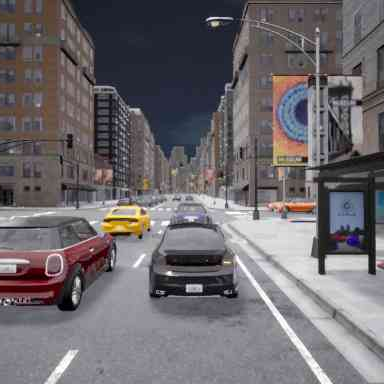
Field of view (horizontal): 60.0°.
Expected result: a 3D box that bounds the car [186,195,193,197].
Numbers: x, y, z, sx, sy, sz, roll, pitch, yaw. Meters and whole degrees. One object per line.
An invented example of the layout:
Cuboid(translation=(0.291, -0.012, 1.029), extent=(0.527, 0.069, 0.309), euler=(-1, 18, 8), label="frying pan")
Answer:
Cuboid(translation=(-0.641, 1.540, 82.641), extent=(2.128, 1.511, 4.902), euler=(0, 0, 0), label="car")

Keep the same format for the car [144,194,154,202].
Cuboid(translation=(-10.375, 1.372, 80.514), extent=(2.097, 1.767, 4.553), euler=(0, 0, 0), label="car")

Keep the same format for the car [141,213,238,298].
Cuboid(translation=(0.015, 1.508, 8.479), extent=(1.837, 1.490, 4.892), euler=(0, 0, -1), label="car")

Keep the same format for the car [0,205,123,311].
Cuboid(translation=(-3.228, 1.355, 7.910), extent=(2.097, 1.767, 4.553), euler=(0, 0, -1), label="car")

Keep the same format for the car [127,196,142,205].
Cuboid(translation=(-10.291, 1.523, 60.152), extent=(1.837, 1.490, 4.892), euler=(0, 0, 0), label="car")

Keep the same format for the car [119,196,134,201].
Cuboid(translation=(-10.249, 1.583, 51.331), extent=(1.994, 1.385, 4.181), euler=(0, 0, 0), label="car")

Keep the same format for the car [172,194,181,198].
Cuboid(translation=(-3.886, 1.603, 81.977), extent=(1.895, 1.301, 4.718), euler=(0, 0, 0), label="car")

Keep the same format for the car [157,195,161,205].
Cuboid(translation=(-7.045, 1.544, 58.884), extent=(1.812, 1.442, 4.674), euler=(0, 0, 0), label="car")

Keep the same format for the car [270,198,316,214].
Cuboid(translation=(11.206, 1.434, 35.767), extent=(4.553, 1.767, 2.097), euler=(0, -1, -1), label="car")

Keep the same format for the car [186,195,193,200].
Cuboid(translation=(-0.717, 1.531, 92.742), extent=(2.128, 1.511, 4.902), euler=(0, 0, 0), label="car")

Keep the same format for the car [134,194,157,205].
Cuboid(translation=(-6.991, 1.370, 50.308), extent=(2.097, 1.767, 4.553), euler=(0, 0, 0), label="car")

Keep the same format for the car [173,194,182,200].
Cuboid(translation=(-3.962, 1.364, 91.949), extent=(2.128, 1.511, 4.902), euler=(0, 0, 0), label="car")

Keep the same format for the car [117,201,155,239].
Cuboid(translation=(-3.301, 1.484, 17.512), extent=(1.882, 1.535, 5.008), euler=(0, 0, -1), label="car")

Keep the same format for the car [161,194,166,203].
Cuboid(translation=(-7.037, 1.583, 68.892), extent=(1.994, 1.385, 4.181), euler=(0, 0, 0), label="car")

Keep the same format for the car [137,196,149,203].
Cuboid(translation=(-10.297, 1.614, 70.200), extent=(1.895, 1.301, 4.718), euler=(0, 0, 0), label="car")

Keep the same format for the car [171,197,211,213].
Cuboid(translation=(-0.055, 1.358, 17.949), extent=(2.097, 1.767, 4.553), euler=(0, 0, 0), label="car")

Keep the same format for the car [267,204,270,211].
Cuboid(translation=(11.148, 1.477, 39.015), extent=(4.553, 1.767, 2.097), euler=(0, -1, -1), label="car")
